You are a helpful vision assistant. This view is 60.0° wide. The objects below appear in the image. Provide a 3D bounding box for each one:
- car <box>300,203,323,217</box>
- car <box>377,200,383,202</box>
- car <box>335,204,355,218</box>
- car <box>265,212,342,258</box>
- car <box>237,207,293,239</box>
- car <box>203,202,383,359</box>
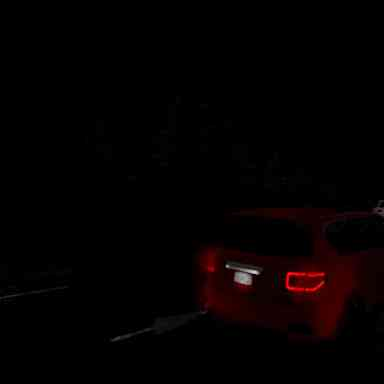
[{"bbox_3d":[14.142,2.099,39.090,2.033,1.411,5.357,0,-1,26],"label":"car"},{"bbox_3d":[15.756,1.624,26.545,2.150,2.045,5.566,0,-1,27],"label":"car"},{"bbox_3d":[17.433,2.115,37.869,1.994,1.385,4.181,0,-1,26],"label":"car"},{"bbox_3d":[5.045,1.731,14.574,1.812,1.442,4.674,0,-1,37],"label":"car"},{"bbox_3d":[4.615,1.754,20.361,1.882,1.535,5.008,0,-1,31],"label":"car"},{"bbox_3d":[2.642,1.315,6.447,5.566,2.045,2.150,1,-1,-44],"label":"car"}]
